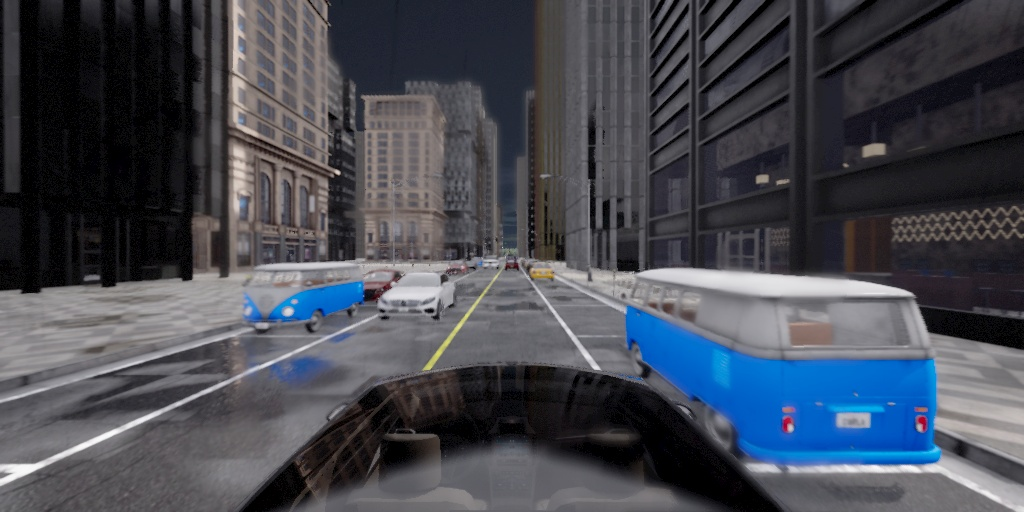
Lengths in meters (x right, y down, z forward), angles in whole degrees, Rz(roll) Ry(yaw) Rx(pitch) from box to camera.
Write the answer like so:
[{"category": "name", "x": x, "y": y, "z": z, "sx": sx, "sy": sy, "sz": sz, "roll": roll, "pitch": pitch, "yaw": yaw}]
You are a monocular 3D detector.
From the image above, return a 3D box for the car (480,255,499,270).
[{"category": "car", "x": -3.072, "y": 0.938, "z": 53.629, "sx": 2.150, "sy": 2.045, "sz": 5.566, "roll": 0, "pitch": 0, "yaw": 0}]

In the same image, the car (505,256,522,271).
[{"category": "car", "x": 0.013, "y": 1.198, "z": 50.007, "sx": 1.882, "sy": 1.535, "sz": 5.008, "roll": 0, "pitch": 0, "yaw": 0}]

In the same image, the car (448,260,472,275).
[{"category": "car", "x": -5.769, "y": 1.171, "z": 38.586, "sx": 1.967, "sy": 1.591, "sz": 4.097, "roll": 0, "pitch": 0, "yaw": 0}]

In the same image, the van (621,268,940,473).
[{"category": "van", "x": 2.762, "y": 1.090, "z": 4.745, "sx": 1.690, "sy": 1.789, "sz": 3.998, "roll": 0, "pitch": 0, "yaw": 0}]

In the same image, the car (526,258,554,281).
[{"category": "car", "x": 2.347, "y": 1.195, "z": 29.233, "sx": 1.801, "sy": 1.575, "sz": 5.366, "roll": 0, "pitch": 0, "yaw": 0}]

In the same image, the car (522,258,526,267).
[{"category": "car", "x": 2.754, "y": 1.240, "z": 55.682, "sx": 1.751, "sy": 1.417, "sz": 4.829, "roll": 0, "pitch": 0, "yaw": 0}]

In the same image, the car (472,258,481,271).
[{"category": "car", "x": -5.771, "y": 1.286, "z": 49.868, "sx": 1.948, "sy": 1.339, "sz": 4.313, "roll": 0, "pitch": 0, "yaw": 0}]

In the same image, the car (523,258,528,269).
[{"category": "car", "x": 2.755, "y": 1.292, "z": 44.230, "sx": 1.948, "sy": 1.339, "sz": 4.313, "roll": 0, "pitch": 0, "yaw": 0}]

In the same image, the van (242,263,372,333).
[{"category": "van", "x": -5.764, "y": 1.087, "z": 10.382, "sx": 1.690, "sy": 1.789, "sz": 3.998, "roll": 0, "pitch": 0, "yaw": 0}]

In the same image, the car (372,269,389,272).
[{"category": "car", "x": -5.765, "y": 1.289, "z": 16.022, "sx": 1.888, "sy": 1.381, "sz": 4.507, "roll": 0, "pitch": 0, "yaw": 0}]

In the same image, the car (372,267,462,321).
[{"category": "car", "x": -3.101, "y": 1.271, "z": 12.581, "sx": 1.812, "sy": 1.442, "sz": 4.674, "roll": 0, "pitch": 0, "yaw": 0}]
